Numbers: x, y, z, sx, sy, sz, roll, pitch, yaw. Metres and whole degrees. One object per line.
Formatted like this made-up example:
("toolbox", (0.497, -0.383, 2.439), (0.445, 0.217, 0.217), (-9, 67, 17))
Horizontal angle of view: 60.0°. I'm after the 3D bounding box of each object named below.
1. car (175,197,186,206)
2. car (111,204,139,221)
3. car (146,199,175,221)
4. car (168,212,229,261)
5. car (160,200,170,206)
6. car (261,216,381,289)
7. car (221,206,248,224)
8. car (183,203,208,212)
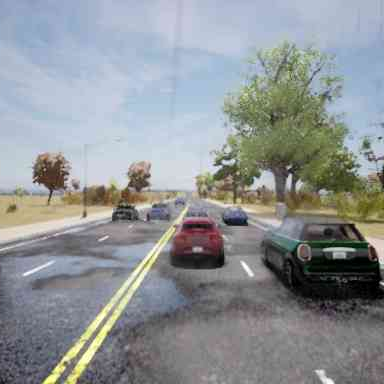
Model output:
("car", (-2.607, 2.056, 72.935), (2.150, 2.045, 5.566), (0, -1, 0))
("car", (-6.267, 1.927, 31.520), (1.837, 1.490, 4.892), (0, -1, 1))
("car", (-3.019, 1.781, 31.415), (2.097, 1.767, 4.553), (0, -1, 1))
("car", (0.218, 1.711, 12.950), (1.812, 1.442, 4.674), (0, -1, 1))
("car", (-5.857, 2.419, 72.939), (1.895, 1.301, 4.718), (0, -1, 0))
("car", (3.424, 1.500, 9.769), (2.097, 1.767, 4.553), (0, -1, 1))
("car", (3.651, 1.959, 28.984), (2.033, 1.411, 5.357), (0, -1, 1))
("car", (0.401, 1.953, 29.044), (2.033, 1.411, 5.357), (0, -1, 1))
